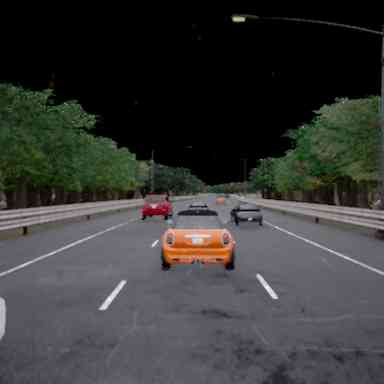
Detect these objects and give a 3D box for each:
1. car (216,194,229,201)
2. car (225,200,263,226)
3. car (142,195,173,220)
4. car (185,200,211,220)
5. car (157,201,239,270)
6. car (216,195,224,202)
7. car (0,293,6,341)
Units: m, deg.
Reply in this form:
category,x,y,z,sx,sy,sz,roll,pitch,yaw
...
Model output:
category,x,y,z,sx,sy,sz,roll,pitch,yaw
car,5.852,1.686,67.515,2.097,1.767,4.553,0,0,4
car,3.808,1.545,23.841,2.128,1.511,4.902,0,0,1
car,-2.936,1.293,29.100,2.150,2.045,5.566,0,0,2
car,0.572,1.567,29.614,2.128,1.511,4.902,0,0,2
car,0.186,1.368,11.311,2.097,1.767,4.553,0,0,1
car,7.591,1.712,89.362,2.150,2.045,5.566,0,0,5
car,-3.389,1.223,1.768,2.150,2.045,5.566,0,0,0
